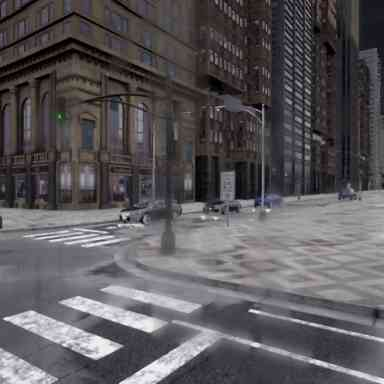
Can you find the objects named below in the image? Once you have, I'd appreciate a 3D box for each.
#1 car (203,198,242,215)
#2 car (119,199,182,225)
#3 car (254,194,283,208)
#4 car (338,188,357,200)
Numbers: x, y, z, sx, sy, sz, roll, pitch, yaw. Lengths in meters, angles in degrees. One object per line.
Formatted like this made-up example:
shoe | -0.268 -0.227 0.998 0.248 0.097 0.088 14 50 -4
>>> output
car | 2.718 1.190 29.342 1.994 1.385 4.181 0 1 36
car | -2.616 1.240 21.893 2.128 1.511 4.902 0 1 36
car | 8.749 0.965 37.766 1.882 1.535 5.008 0 1 36
car | 27.047 0.364 57.845 2.150 2.045 5.566 0 1 36
